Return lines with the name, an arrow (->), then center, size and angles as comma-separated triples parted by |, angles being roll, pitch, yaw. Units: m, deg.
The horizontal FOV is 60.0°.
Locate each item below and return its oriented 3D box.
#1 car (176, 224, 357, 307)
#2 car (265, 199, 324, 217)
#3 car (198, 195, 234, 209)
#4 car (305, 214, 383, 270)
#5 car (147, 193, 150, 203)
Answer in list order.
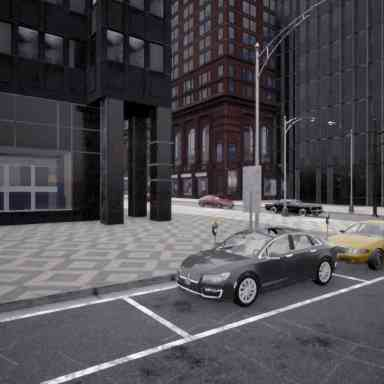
car -> 1.688, 1.551, 7.869 | 4.403, 1.369, 2.008 | 0, 0, -36
car -> 8.412, 1.294, 27.571 | 1.895, 1.301, 4.718 | 0, 1, -36
car -> 2.520, 1.033, 35.691 | 1.812, 1.442, 4.674 | 0, 1, -36
car -> 6.029, 1.526, 10.983 | 4.829, 1.417, 1.752 | 0, 0, -36
car -> -4.677, 0.766, 45.635 | 1.882, 1.535, 5.008 | 0, 1, -36
